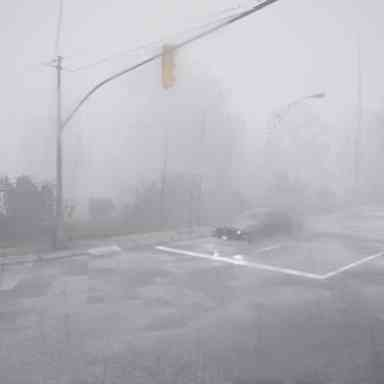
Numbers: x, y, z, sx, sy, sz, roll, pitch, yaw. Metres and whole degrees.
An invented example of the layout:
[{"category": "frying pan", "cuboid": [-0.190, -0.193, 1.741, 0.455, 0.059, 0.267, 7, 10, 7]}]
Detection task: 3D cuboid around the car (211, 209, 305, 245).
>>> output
[{"category": "car", "cuboid": [3.338, 1.516, 15.864, 5.357, 1.411, 2.033, -1, 1, -42]}]
